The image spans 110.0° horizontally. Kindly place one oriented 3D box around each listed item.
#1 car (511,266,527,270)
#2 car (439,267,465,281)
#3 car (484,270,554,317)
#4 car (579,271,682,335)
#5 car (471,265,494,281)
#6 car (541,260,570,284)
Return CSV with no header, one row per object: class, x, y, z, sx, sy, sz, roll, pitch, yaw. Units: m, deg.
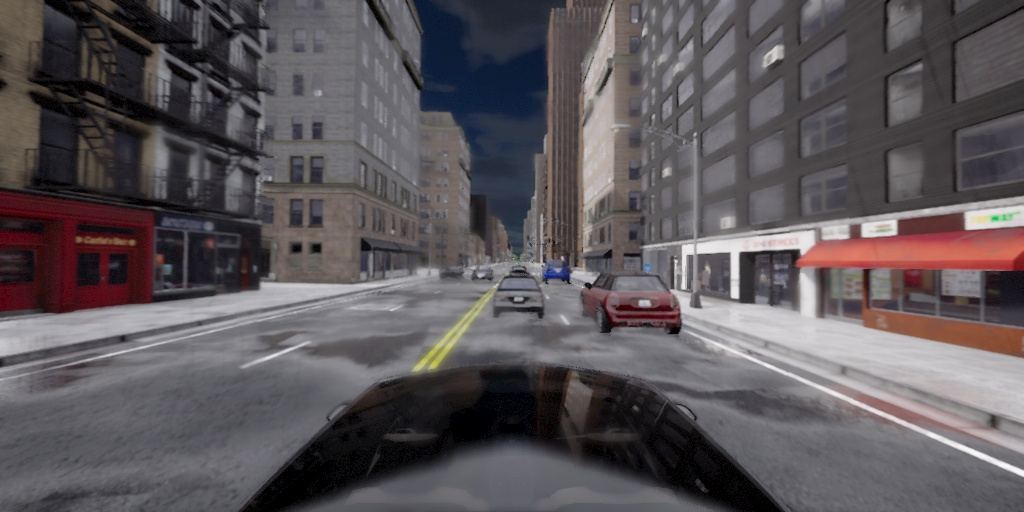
car,0.657,1.664,33.266,1.837,1.490,4.892,1,-1,1
car,-5.977,1.731,35.990,1.895,1.301,4.718,1,-1,1
car,0.271,1.456,13.941,2.033,1.411,5.357,1,-1,1
car,3.458,1.258,11.329,2.097,1.767,4.553,1,-1,1
car,-2.756,1.633,34.441,2.128,1.511,4.902,1,-1,1
car,3.891,1.400,32.282,2.150,2.045,5.566,1,-1,1
